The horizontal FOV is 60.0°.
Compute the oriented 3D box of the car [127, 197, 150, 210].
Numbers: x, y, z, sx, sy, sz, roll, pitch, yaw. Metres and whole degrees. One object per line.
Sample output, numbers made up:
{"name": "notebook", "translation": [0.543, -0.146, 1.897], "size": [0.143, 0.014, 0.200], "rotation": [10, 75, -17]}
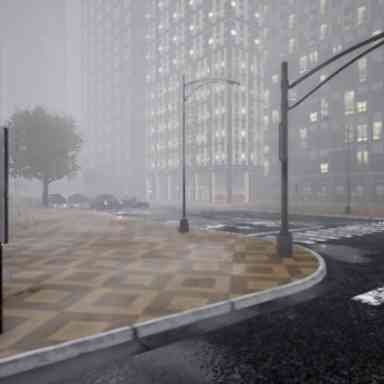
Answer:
{"name": "car", "translation": [-6.440, 1.231, 36.091], "size": [1.895, 1.301, 4.718], "rotation": [0, 1, -37]}

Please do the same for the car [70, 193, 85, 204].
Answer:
{"name": "car", "translation": [-17.475, 0.987, 51.054], "size": [1.882, 1.535, 5.008], "rotation": [0, 1, -37]}

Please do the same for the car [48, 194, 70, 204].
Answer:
{"name": "car", "translation": [-20.081, 1.023, 49.112], "size": [1.837, 1.490, 4.892], "rotation": [0, 1, -37]}

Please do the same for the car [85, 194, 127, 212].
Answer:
{"name": "car", "translation": [-8.813, 0.993, 33.837], "size": [2.097, 1.767, 4.553], "rotation": [0, 1, -37]}
